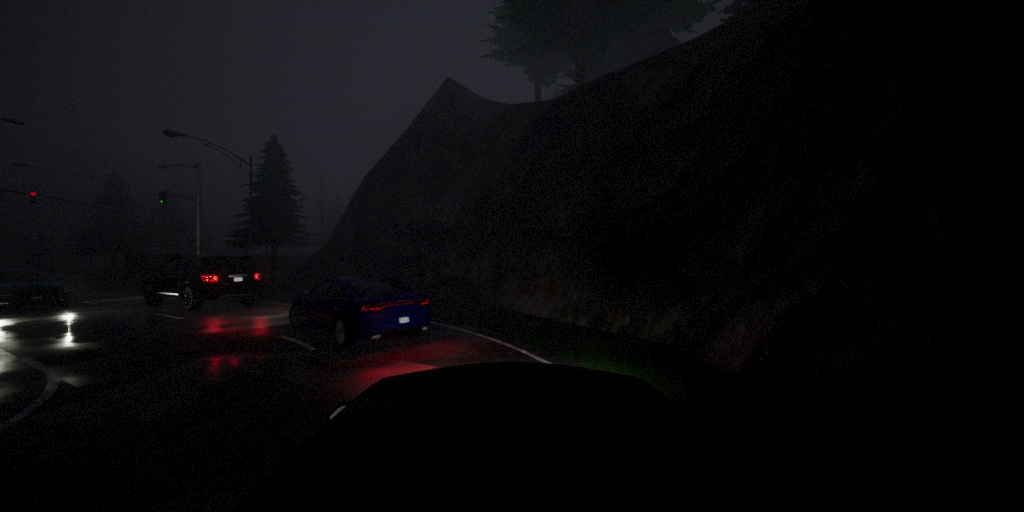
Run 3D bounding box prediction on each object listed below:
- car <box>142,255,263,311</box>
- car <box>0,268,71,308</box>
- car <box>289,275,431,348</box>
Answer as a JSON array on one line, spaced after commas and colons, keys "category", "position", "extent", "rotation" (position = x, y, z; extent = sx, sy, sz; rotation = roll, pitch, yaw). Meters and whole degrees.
[{"category": "car", "position": [-12.648, 0.971, 14.647], "extent": [5.566, 2.045, 2.150], "rotation": [0, 0, 27]}, {"category": "car", "position": [-19.139, 1.233, 13.904], "extent": [5.008, 1.535, 1.882], "rotation": [0, 0, 27]}, {"category": "car", "position": [-4.129, 1.228, 9.418], "extent": [5.008, 1.535, 1.882], "rotation": [0, 0, 43]}]
